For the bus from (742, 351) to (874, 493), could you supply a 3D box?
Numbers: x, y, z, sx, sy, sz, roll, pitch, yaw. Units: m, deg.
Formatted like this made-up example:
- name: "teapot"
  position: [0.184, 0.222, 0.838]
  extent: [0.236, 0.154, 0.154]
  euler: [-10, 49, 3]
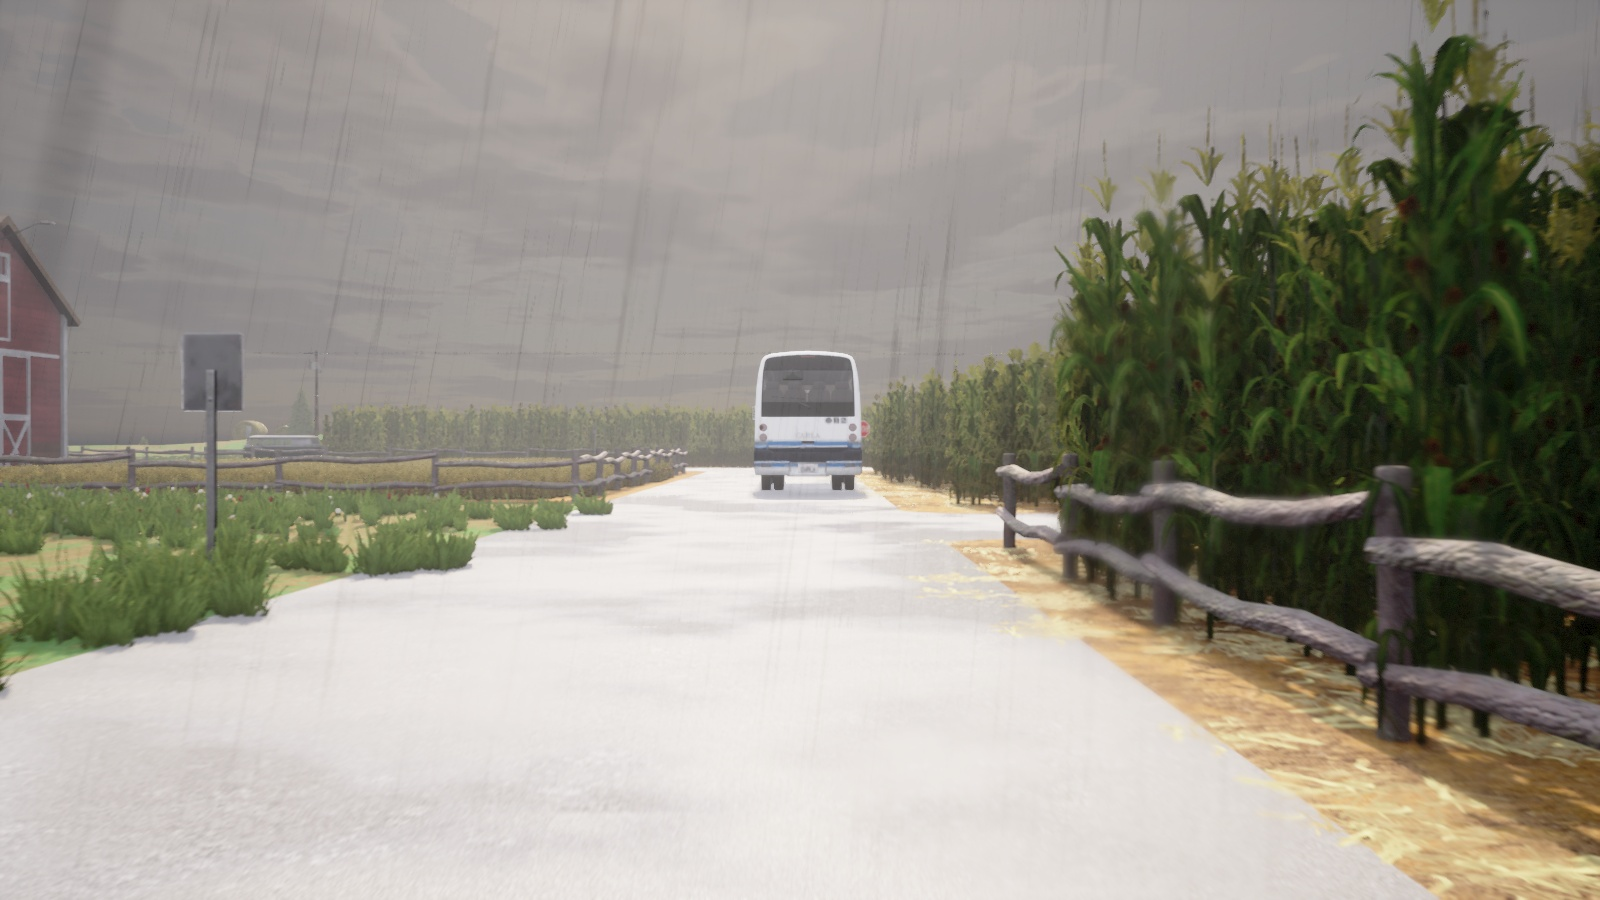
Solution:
- name: "bus"
  position: [0.266, -0.871, 42.778]
  extent: [3.944, 4.253, 10.273]
  euler: [0, 0, 0]

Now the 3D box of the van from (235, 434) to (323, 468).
- name: "van"
  position: [-30.842, 0.055, 74.384]
  extent: [4.442, 1.987, 1.775]
  euler: [0, 0, 0]
